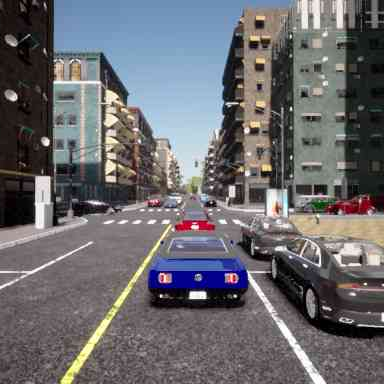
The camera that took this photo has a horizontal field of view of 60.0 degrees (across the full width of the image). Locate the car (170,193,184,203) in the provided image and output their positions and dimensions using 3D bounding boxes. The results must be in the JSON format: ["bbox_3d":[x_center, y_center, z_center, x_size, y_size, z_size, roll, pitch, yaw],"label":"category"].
[{"bbox_3d":[-2.942,1.244,58.673,2.150,2.045,5.566,0,0,1],"label":"car"}]

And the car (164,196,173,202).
[{"bbox_3d":[-5.497,1.597,78.603,1.947,1.339,4.313,1,0,0],"label":"car"}]

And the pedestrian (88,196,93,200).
[{"bbox_3d":[-12.435,1.347,40.688,0.375,1.860,0.375,0,0,1],"label":"pedestrian"}]

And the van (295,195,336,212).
[{"bbox_3d":[13.850,1.296,37.483,3.998,1.788,1.690,0,0,1],"label":"van"}]

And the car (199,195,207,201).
[{"bbox_3d":[2.909,1.581,89.686,1.887,1.381,4.507,1,0,0],"label":"car"}]

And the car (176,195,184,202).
[{"bbox_3d":[-2.817,1.532,79.024,1.837,1.490,4.892,0,0,0],"label":"car"}]

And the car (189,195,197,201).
[{"bbox_3d":[0.208,1.561,90.120,1.812,1.442,4.674,0,0,0],"label":"car"}]

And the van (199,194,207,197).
[{"bbox_3d":[2.885,1.373,78.545,1.690,1.788,3.998,1,0,0],"label":"van"}]

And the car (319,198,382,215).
[{"bbox_3d":[13.770,1.413,29.101,4.206,1.307,1.802,0,0,1],"label":"car"}]

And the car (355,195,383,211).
[{"bbox_3d":[19.377,1.228,37.431,5.009,1.841,2.192,0,0,1],"label":"car"}]

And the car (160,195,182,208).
[{"bbox_3d":[-2.990,1.565,48.672,2.033,1.411,5.357,0,0,1],"label":"car"}]

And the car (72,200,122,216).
[{"bbox_3d":[-9.431,1.553,32.604,4.902,1.511,2.128,0,-1,-9],"label":"car"}]

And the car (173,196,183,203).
[{"bbox_3d":[-2.850,1.591,68.615,1.994,1.385,4.181,0,0,0],"label":"car"}]

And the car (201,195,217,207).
[{"bbox_3d":[2.818,1.585,50.688,1.947,1.339,4.313,1,0,0],"label":"car"}]

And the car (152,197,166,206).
[{"bbox_3d":[-5.549,1.566,56.319,1.887,1.381,4.507,1,0,0],"label":"car"}]

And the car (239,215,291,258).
[{"bbox_3d":[2.859,1.555,12.495,2.008,1.369,4.403,1,0,0],"label":"car"}]

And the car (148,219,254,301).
[{"bbox_3d":[0.119,1.603,8.311,1.895,1.301,4.718,0,0,0],"label":"car"}]

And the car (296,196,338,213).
[{"bbox_3d":[13.415,1.272,34.904,4.553,1.767,2.097,0,-1,1],"label":"car"}]

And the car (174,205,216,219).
[{"bbox_3d":[0.135,1.569,17.174,1.994,1.385,4.181,0,0,0],"label":"car"}]

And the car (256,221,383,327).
[{"bbox_3d":[2.846,1.553,6.925,2.008,1.369,4.403,1,0,0],"label":"car"}]

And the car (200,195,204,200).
[{"bbox_3d":[2.831,1.603,56.259,1.802,1.307,4.206,1,0,0],"label":"car"}]

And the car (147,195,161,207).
[{"bbox_3d":[-5.558,1.334,50.748,2.192,1.841,5.009,1,0,0],"label":"car"}]
